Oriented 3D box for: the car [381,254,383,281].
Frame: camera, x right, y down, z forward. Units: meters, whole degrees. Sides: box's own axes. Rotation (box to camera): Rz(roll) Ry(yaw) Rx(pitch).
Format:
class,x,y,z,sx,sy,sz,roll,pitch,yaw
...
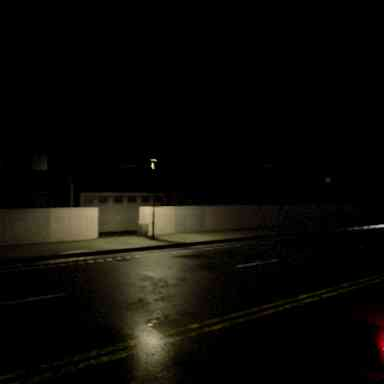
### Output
class,x,y,z,sx,sy,sz,roll,pitch,yaw
car,6.433,1.615,7.961,4.902,1.511,2.128,1,-1,-35
